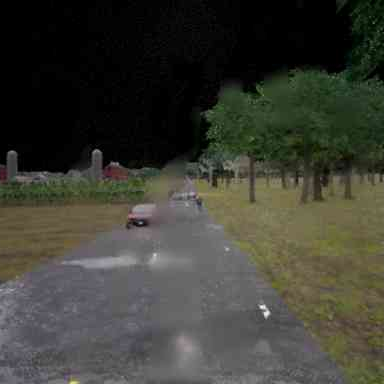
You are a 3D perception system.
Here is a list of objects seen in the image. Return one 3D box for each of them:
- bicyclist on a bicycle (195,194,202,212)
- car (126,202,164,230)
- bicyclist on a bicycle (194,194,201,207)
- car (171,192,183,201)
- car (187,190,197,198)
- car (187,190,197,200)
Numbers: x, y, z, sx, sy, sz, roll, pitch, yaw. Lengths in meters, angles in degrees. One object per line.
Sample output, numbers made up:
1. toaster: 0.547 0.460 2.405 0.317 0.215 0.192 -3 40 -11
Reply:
1. bicyclist on a bicycle: 0.767 1.278 32.984 0.582 1.620 1.656 0 0 0
2. car: -2.841 1.431 20.929 1.882 1.535 5.008 0 0 0
3. bicyclist on a bicycle: 0.745 1.099 43.710 0.866 1.612 1.509 0 1 0
4. car: -2.760 0.877 61.855 1.837 1.490 4.892 0 1 1
5. car: 0.026 0.389 77.271 2.097 1.767 4.553 0 2 0
6. car: 0.058 0.808 66.715 1.812 1.442 4.674 0 1 1
